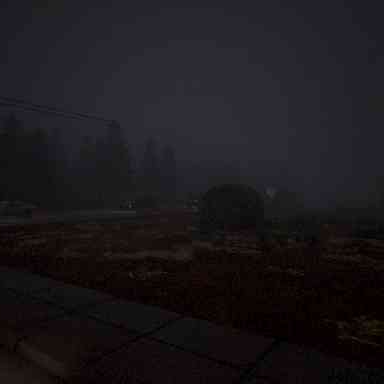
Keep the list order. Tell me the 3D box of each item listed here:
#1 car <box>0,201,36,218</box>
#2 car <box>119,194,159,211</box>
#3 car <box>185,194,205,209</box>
[{"bbox_3d":[-15.983,1.553,28.855,1.812,1.442,4.674,0,0,37],"label":"car"},{"bbox_3d":[-6.507,1.251,41.649,2.150,2.045,5.566,0,0,37],"label":"car"},{"bbox_3d":[1.412,1.248,46.165,2.150,2.045,5.566,0,0,38],"label":"car"}]
